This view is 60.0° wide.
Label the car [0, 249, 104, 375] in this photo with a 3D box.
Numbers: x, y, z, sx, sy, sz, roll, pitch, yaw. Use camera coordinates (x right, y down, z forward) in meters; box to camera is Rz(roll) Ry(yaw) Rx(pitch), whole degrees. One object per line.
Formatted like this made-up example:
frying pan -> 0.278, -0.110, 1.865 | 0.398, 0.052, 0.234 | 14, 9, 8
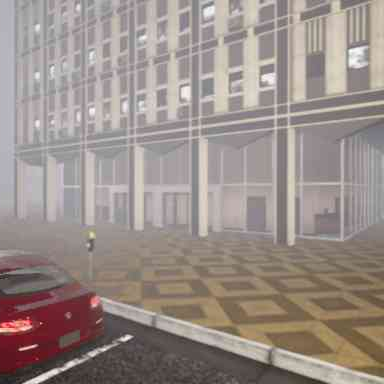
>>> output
car -> -3.118, 1.558, 5.100 | 4.206, 1.307, 1.802 | 0, 0, 36
